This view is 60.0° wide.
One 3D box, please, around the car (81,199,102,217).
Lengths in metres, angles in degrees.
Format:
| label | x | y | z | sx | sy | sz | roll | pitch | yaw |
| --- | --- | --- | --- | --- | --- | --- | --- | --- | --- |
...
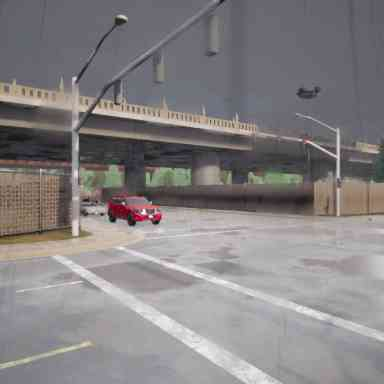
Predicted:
| label | x | y | z | sx | sy | sz | roll | pitch | yaw |
| --- | --- | --- | --- | --- | --- | --- | --- | --- | --- |
| car | -10.003 | 1.656 | 32.262 | 1.895 | 1.301 | 4.718 | 0 | 0 | -36 |

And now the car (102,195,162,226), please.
| label | x | y | z | sx | sy | sz | roll | pitch | yaw |
| --- | --- | --- | --- | --- | --- | --- | --- | --- | --- |
| car | -4.341 | 1.278 | 24.363 | 2.150 | 2.045 | 5.566 | 0 | 0 | -36 |

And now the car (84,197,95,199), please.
| label | x | y | z | sx | sy | sz | roll | pitch | yaw |
| --- | --- | --- | --- | --- | --- | --- | --- | --- | --- |
| car | -19.783 | 1.619 | 64.272 | 1.994 | 1.385 | 4.181 | 0 | 0 | -36 |
